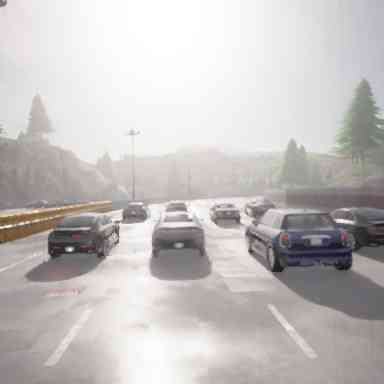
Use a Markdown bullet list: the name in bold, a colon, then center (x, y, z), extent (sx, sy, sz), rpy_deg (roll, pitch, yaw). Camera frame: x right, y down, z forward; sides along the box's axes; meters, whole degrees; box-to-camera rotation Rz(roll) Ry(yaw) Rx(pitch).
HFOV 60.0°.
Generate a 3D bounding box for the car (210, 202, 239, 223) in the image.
- **car**: center (2.364, 1.464, 24.615), extent (2.033, 1.411, 5.357), rpy_deg (-1, 0, -2)

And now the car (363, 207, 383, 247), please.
- **car**: center (6.466, 1.359, 13.226), extent (1.837, 1.490, 4.892), rpy_deg (-1, 0, -3)

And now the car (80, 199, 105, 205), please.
- **car**: center (-14.331, 1.749, 50.239), extent (2.033, 1.411, 5.357), rpy_deg (-1, 0, 7)

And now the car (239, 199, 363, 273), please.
- **car**: center (3.083, 1.277, 10.612), extent (2.097, 1.767, 4.553), rpy_deg (-1, 0, -3)

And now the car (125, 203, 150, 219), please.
- **car**: center (-4.718, 1.612, 28.618), extent (1.994, 1.385, 4.181), rpy_deg (-1, 0, -1)

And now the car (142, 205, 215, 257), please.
- **car**: center (-0.532, 1.482, 12.995), extent (2.128, 1.511, 4.902), rpy_deg (-1, 0, -3)

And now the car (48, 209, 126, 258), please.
- **car**: center (-4.038, 1.565, 13.077), extent (1.837, 1.490, 4.892), rpy_deg (-1, 1, -3)

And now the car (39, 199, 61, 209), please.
- **car**: center (-21.140, 1.835, 51.903), extent (1.837, 1.490, 4.892), rpy_deg (-1, 0, 7)

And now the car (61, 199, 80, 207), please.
- **car**: center (-17.718, 1.866, 51.216), extent (1.895, 1.301, 4.718), rpy_deg (-1, 0, 7)

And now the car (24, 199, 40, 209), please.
- **car**: center (-24.547, 1.921, 52.738), extent (1.812, 1.442, 4.674), rpy_deg (-1, 0, 8)

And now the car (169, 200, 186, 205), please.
- **car**: center (-1.223, 1.487, 28.232), extent (1.837, 1.490, 4.892), rpy_deg (-1, 1, -1)
